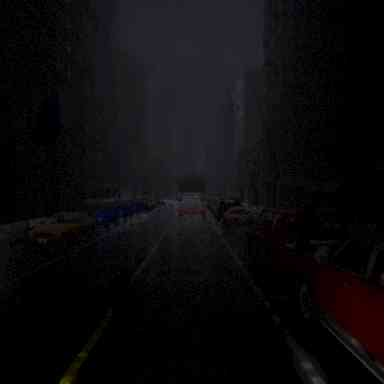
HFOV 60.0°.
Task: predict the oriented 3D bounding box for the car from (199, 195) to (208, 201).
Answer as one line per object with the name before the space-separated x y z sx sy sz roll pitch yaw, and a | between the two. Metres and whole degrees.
car | 2.869 1.489 82.199 1.947 1.339 4.313 -1 0 0

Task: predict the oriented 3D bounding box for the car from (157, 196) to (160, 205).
car | -5.677 1.413 43.098 1.967 1.590 4.097 -1 0 0

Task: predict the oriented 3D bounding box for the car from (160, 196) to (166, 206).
car | -5.677 1.402 54.269 1.967 1.590 4.097 -1 0 0

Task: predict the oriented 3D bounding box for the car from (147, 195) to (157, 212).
car | -5.679 1.293 37.512 2.192 1.841 5.009 -1 0 0

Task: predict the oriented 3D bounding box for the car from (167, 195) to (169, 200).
car | -5.675 1.537 59.855 1.802 1.307 4.206 -1 0 0

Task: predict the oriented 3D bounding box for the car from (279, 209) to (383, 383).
car | 2.846 1.313 3.996 2.192 1.841 5.009 -1 0 0

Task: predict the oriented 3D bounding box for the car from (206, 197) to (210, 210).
car | 2.857 1.503 37.682 1.752 1.417 4.829 -1 0 0

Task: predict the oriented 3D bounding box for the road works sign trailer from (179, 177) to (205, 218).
road works sign trailer | 0.006 0.449 29.741 2.380 3.560 2.880 0 0 0

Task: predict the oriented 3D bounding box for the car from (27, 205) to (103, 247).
car | -5.677 1.519 14.999 1.752 1.417 4.829 -1 0 0

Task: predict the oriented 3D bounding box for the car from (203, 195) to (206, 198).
car | 2.860 1.533 48.684 1.947 1.339 4.313 -1 0 0

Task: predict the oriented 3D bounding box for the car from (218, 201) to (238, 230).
car | 2.853 1.516 20.924 1.752 1.417 4.829 -1 0 0

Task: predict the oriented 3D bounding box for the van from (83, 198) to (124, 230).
van | -5.679 1.332 20.754 1.690 1.788 3.998 -1 0 0

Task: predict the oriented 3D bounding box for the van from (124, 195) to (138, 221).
van | -5.679 1.328 26.341 1.690 1.788 3.998 -1 0 0

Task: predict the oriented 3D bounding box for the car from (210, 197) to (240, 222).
car | 2.852 1.302 26.340 2.192 1.841 5.009 -1 0 0

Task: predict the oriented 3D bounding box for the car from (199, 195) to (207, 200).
car | 2.870 1.496 87.785 1.802 1.307 4.206 -1 0 0

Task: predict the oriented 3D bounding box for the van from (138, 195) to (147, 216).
van | -5.679 1.324 31.926 1.690 1.788 3.998 -1 0 0

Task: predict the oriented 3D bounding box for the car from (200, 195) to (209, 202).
car | 2.867 1.457 76.783 1.752 1.417 4.829 -1 0 0

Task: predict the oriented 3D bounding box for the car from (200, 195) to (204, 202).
car | 2.862 1.512 54.269 2.008 1.369 4.403 -1 0 0

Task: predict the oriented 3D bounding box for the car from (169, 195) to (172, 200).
car | -5.675 1.459 87.784 1.887 1.381 4.507 -1 0 0

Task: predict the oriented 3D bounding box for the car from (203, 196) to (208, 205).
car | 2.859 1.538 43.098 1.947 1.339 4.313 -1 0 0

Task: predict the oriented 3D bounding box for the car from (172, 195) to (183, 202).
car | -3.000 1.445 76.745 1.812 1.442 4.674 0 0 0

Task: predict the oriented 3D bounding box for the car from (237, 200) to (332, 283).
car | 2.848 1.311 9.583 2.192 1.841 5.009 -1 0 0
